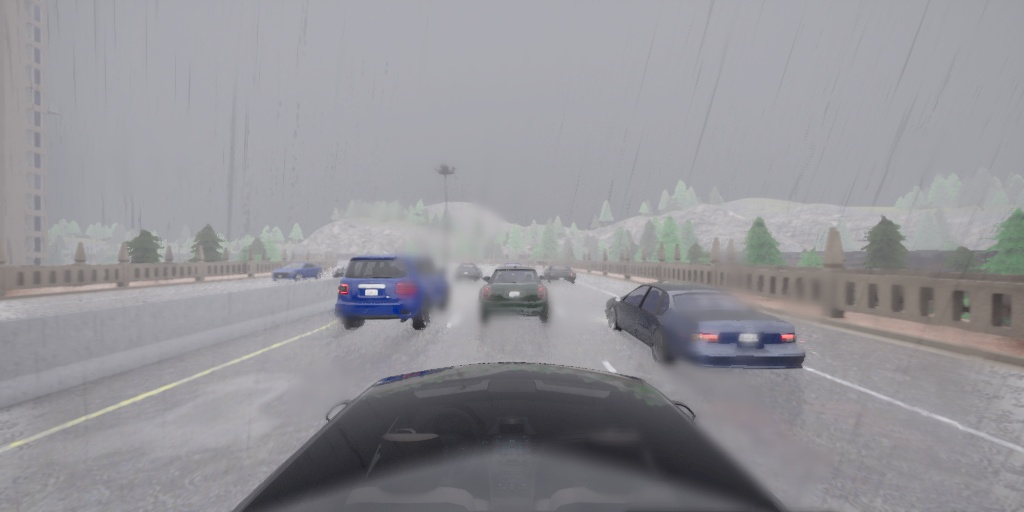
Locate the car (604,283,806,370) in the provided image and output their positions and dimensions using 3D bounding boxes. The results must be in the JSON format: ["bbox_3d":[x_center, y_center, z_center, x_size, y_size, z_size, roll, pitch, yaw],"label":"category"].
[{"bbox_3d":[3.592,1.301,7.944,2.033,1.411,5.357,0,0,0],"label":"car"}]

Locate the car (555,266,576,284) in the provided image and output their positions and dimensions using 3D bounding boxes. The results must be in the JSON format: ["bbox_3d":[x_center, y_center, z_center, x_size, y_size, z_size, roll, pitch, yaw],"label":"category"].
[{"bbox_3d":[3.577,1.385,27.448,1.895,1.301,4.718,0,0,-1],"label":"car"}]

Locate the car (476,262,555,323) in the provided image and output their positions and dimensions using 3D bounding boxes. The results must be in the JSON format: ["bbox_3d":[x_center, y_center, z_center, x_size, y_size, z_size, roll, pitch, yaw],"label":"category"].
[{"bbox_3d":[0.097,1.110,12.318,2.097,1.767,4.553,0,0,0],"label":"car"}]

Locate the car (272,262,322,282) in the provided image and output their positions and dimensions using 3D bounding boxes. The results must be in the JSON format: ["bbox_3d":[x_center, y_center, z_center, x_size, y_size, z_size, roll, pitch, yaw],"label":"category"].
[{"bbox_3d":[-17.700,1.266,29.755,1.882,1.535,5.008,0,0,-2],"label":"car"}]

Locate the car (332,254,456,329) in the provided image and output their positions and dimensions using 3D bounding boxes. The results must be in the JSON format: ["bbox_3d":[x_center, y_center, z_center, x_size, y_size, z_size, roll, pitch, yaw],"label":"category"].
[{"bbox_3d":[-3.403,0.979,11.368,2.150,2.045,5.566,0,0,0],"label":"car"}]

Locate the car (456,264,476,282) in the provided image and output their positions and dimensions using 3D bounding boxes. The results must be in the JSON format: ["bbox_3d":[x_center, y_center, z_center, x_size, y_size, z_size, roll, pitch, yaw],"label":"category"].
[{"bbox_3d":[-3.467,1.351,29.313,1.994,1.385,4.181,0,0,-1],"label":"car"}]

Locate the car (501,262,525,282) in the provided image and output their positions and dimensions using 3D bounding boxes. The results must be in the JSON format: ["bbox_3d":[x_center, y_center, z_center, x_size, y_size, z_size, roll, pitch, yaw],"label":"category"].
[{"bbox_3d":[0.016,1.267,30.316,1.882,1.535,5.008,0,0,-1],"label":"car"}]
